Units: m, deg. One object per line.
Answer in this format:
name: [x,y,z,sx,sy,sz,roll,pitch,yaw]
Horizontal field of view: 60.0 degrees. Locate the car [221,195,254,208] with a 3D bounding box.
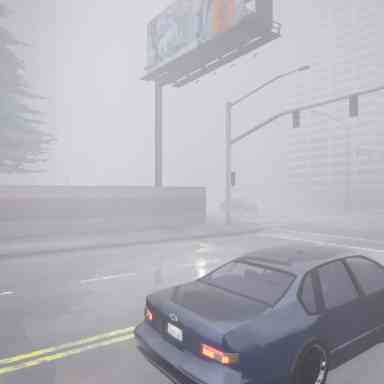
car: [6.399,1.352,47.520,2.097,1.767,4.553,0,0,-35]

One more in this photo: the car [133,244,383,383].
car: [1.832,1.547,5.069,5.357,1.411,2.033,0,0,-37]

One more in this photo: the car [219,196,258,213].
car: [5.092,1.478,36.865,1.882,1.535,5.008,0,0,-35]
